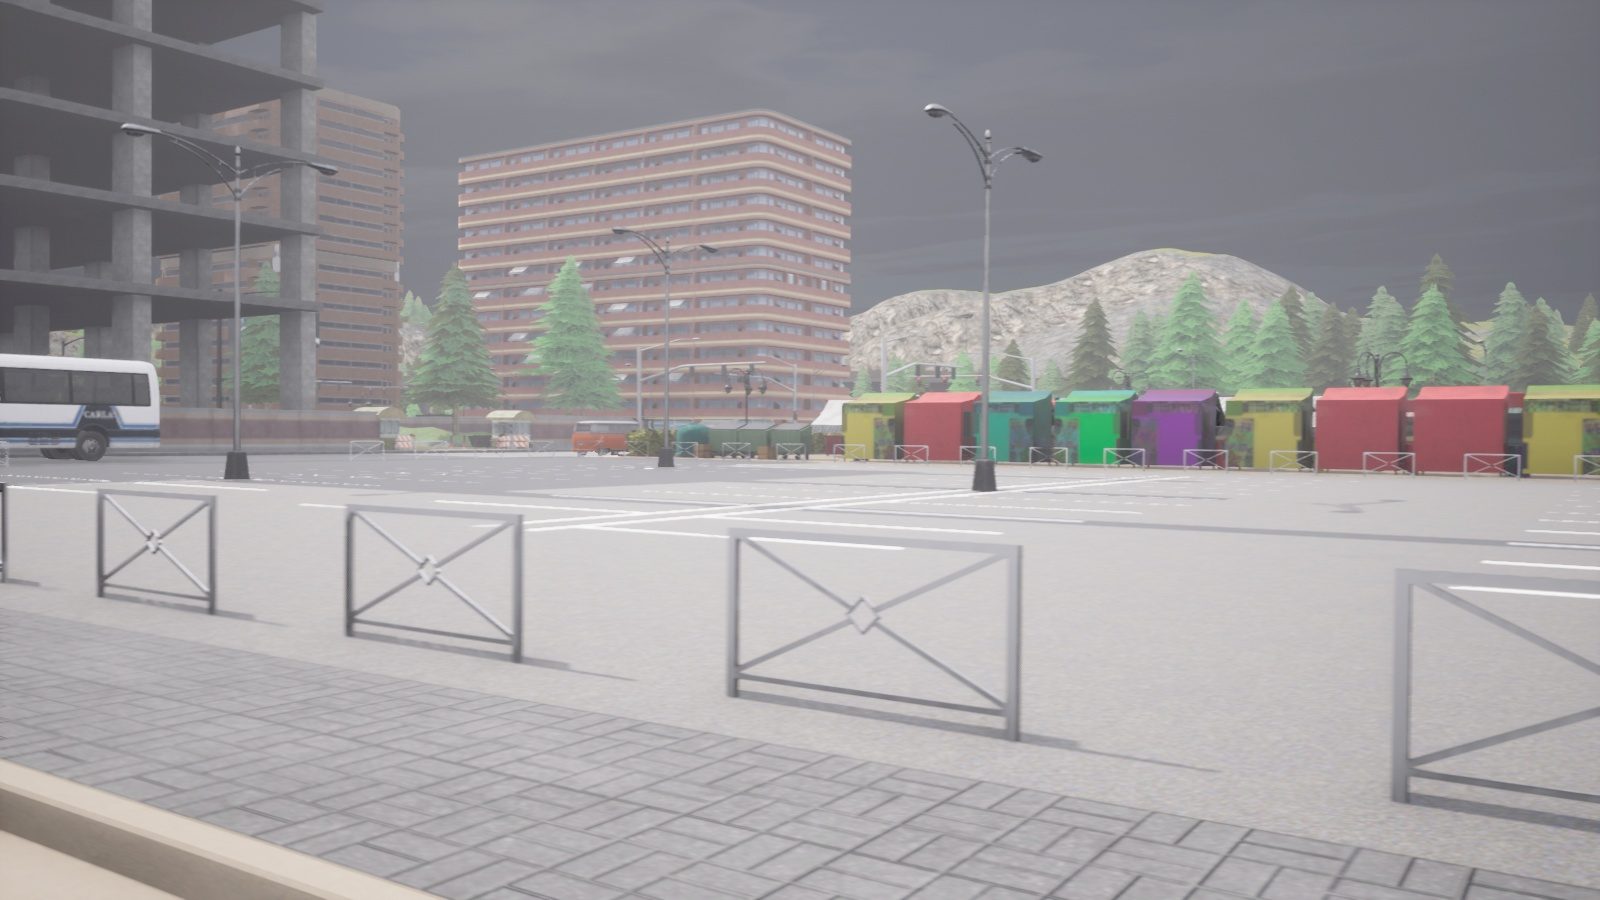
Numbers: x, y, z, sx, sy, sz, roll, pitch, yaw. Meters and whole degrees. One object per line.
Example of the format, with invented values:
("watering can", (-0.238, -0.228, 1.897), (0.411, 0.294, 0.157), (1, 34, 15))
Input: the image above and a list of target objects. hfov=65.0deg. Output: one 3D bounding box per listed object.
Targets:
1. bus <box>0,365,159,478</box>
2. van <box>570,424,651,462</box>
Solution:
("bus", (-31.416, -1.091, 49.486), (3.944, 4.253, 10.273), (0, 1, 33))
("van", (-10.327, -0.416, 68.777), (1.775, 1.987, 4.442), (0, 1, 35))
